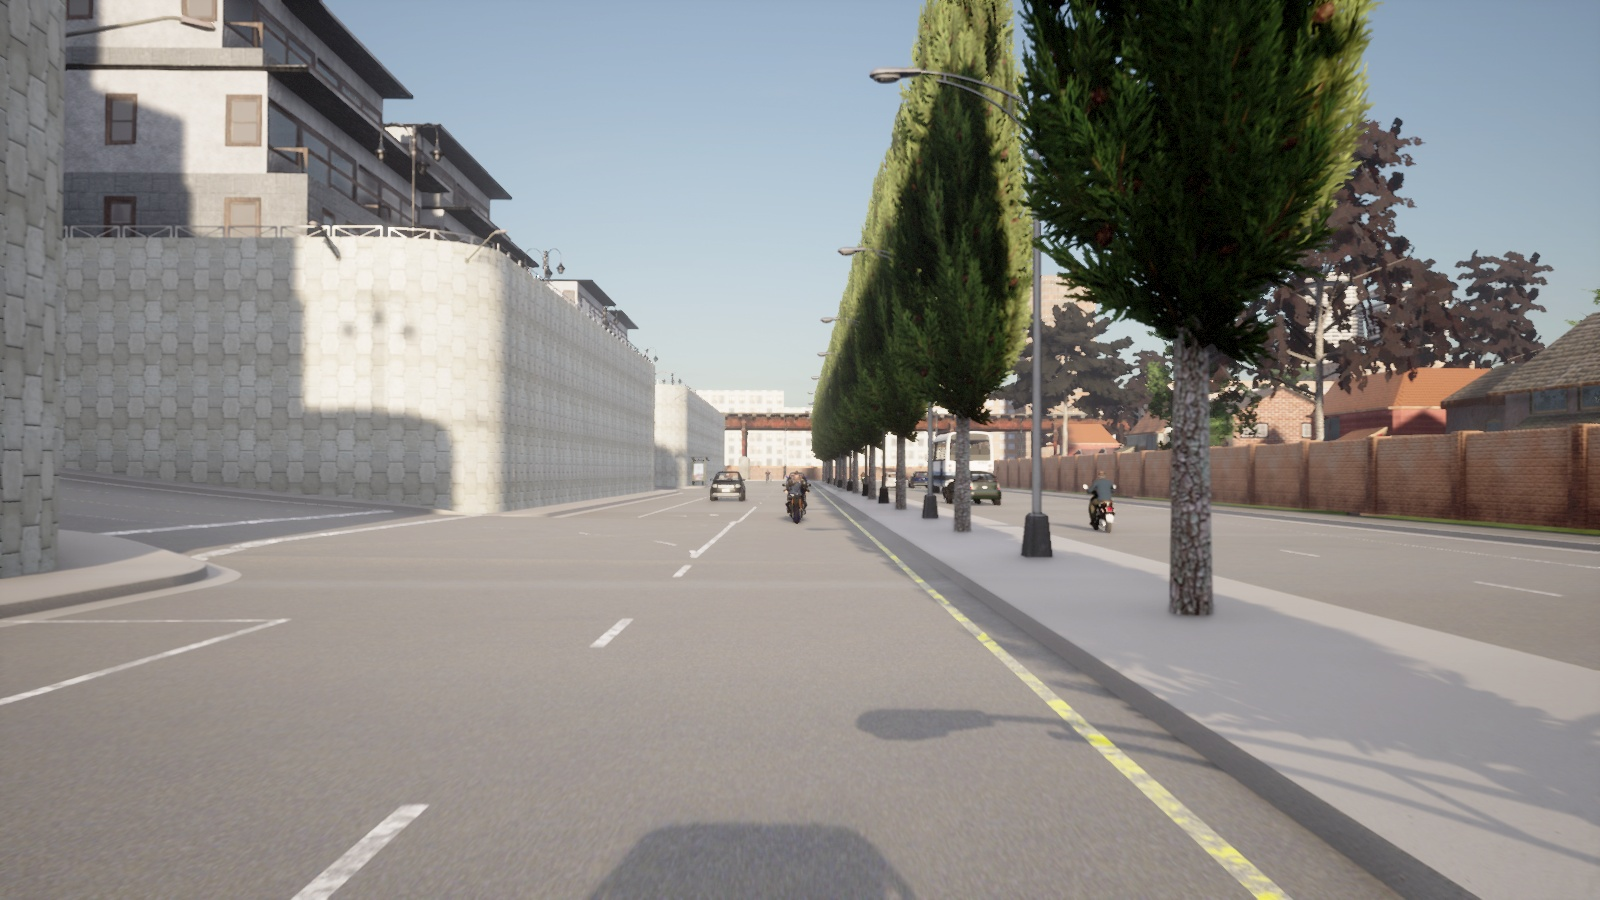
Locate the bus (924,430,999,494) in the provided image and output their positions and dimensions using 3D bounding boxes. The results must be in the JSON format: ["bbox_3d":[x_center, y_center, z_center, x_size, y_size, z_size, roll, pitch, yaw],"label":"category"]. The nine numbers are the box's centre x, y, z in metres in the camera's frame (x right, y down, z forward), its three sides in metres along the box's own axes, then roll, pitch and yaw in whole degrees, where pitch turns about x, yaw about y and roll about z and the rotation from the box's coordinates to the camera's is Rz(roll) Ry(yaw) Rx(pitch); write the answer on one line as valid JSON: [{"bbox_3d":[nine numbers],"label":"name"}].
[{"bbox_3d":[11.272,0.882,88.924,3.944,4.253,10.273,0,-1,0],"label":"bus"}]

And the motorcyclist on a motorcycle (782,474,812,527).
[{"bbox_3d":[-0.091,1.481,37.708,0.866,1.530,2.191,0,-1,0],"label":"motorcyclist on a motorcycle"}]

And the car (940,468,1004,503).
[{"bbox_3d":[8.154,1.683,59.878,1.851,1.617,3.988,0,-1,-11],"label":"car"}]

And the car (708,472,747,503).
[{"bbox_3d":[-3.656,1.881,64.104,1.789,1.549,3.705,0,-1,0],"label":"car"}]

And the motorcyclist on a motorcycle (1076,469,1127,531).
[{"bbox_3d":[7.932,1.291,33.129,0.866,1.590,1.817,0,-1,-1],"label":"motorcyclist on a motorcycle"}]
